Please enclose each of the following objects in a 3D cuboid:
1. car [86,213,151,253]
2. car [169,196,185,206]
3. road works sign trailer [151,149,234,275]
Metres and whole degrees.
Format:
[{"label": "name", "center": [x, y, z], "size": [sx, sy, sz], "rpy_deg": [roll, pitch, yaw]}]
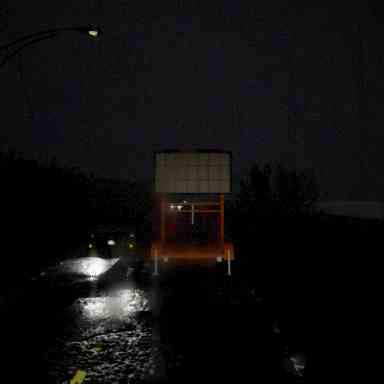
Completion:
[{"label": "car", "center": [-2.821, 1.574, 13.567], "size": [1.994, 1.385, 4.181], "rpy_deg": [0, 0, 0]}, {"label": "car", "center": [-2.720, 1.659, 56.213], "size": [1.994, 1.385, 4.181], "rpy_deg": [0, 0, 0]}, {"label": "road works sign trailer", "center": [0.022, 0.471, 10.427], "size": [2.380, 3.560, 2.880], "rpy_deg": [0, 0, 0]}]
